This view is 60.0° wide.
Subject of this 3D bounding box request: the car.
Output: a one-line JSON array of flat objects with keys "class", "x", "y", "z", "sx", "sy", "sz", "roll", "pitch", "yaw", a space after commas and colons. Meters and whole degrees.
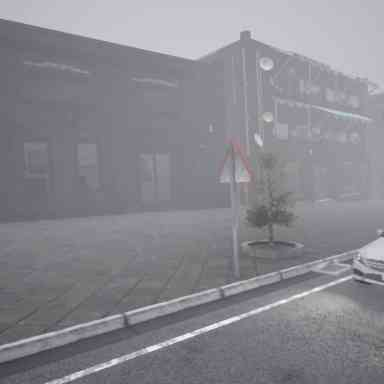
[{"class": "car", "x": 5.544, "y": 1.294, "z": 7.687, "sx": 4.674, "sy": 1.442, "sz": 1.812, "roll": -2, "pitch": 1, "yaw": -38}]
